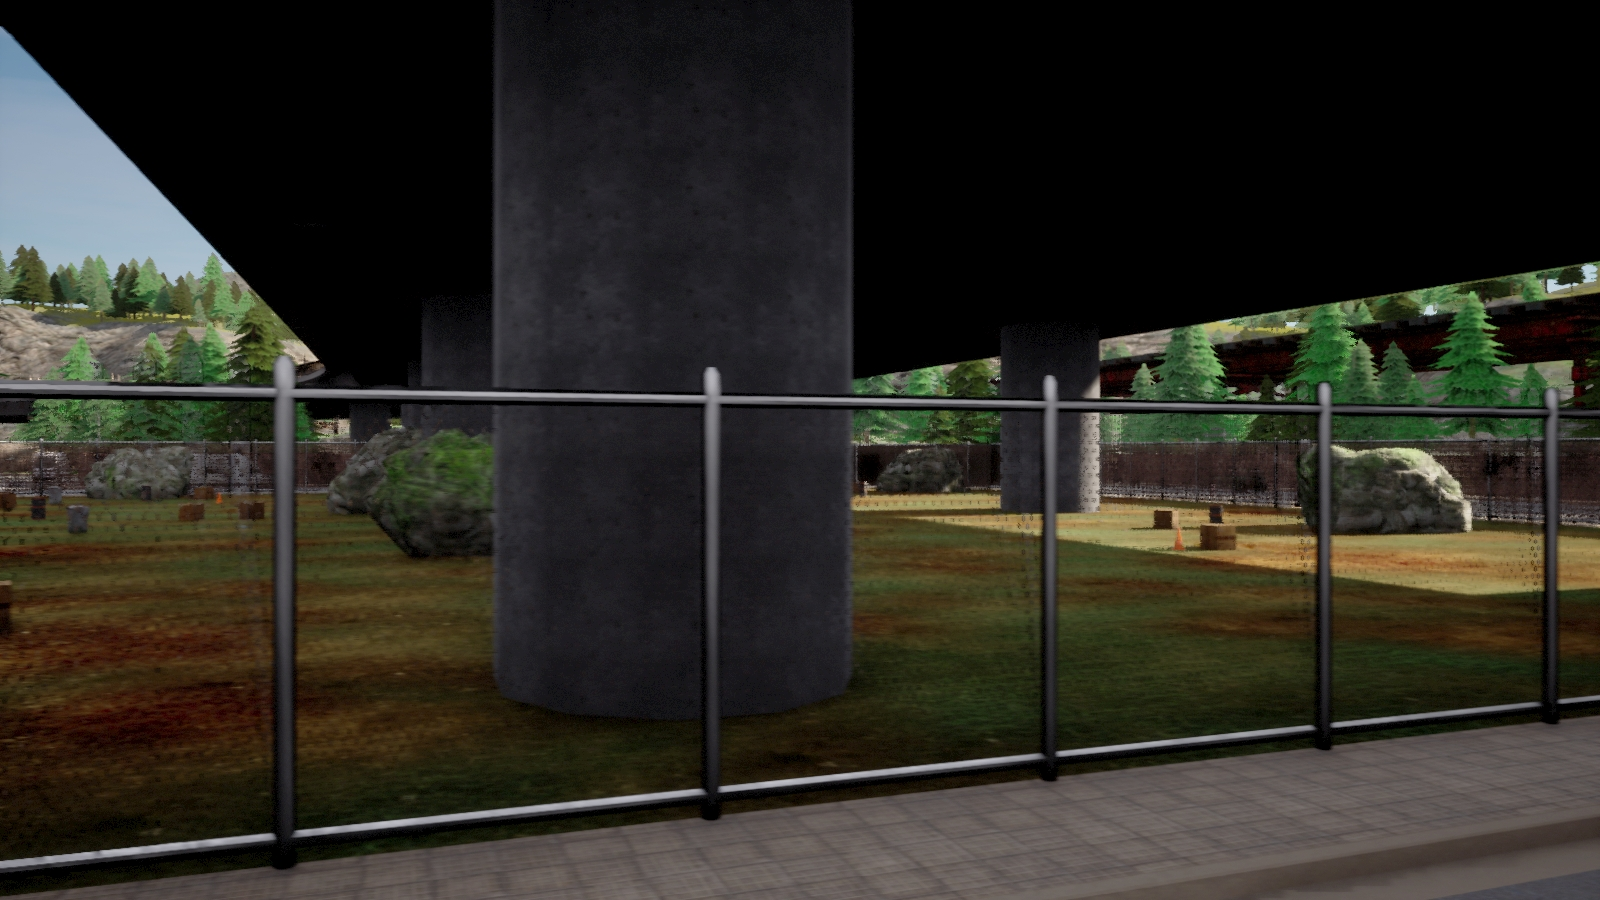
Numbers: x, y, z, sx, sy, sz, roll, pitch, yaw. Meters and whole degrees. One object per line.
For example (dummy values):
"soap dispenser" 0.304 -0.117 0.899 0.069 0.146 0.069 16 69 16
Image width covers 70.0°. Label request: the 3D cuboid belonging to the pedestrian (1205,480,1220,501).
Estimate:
"pedestrian" 21.221 2.077 58.786 0.500 1.100 0.500 0 0 -21
